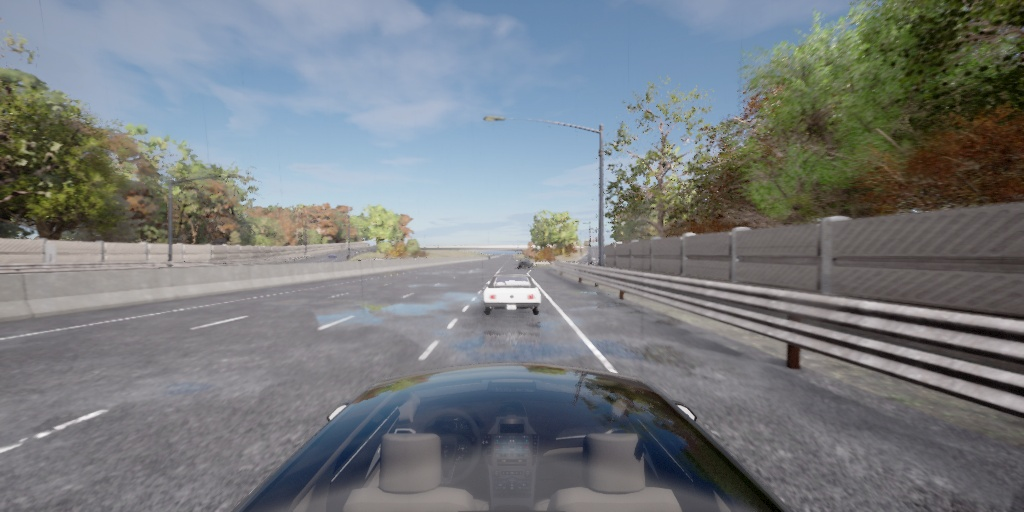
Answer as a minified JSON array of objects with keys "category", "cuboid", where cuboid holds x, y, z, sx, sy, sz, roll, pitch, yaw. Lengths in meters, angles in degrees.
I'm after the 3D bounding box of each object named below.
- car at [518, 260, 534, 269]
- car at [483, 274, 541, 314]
[{"category":"car","cuboid":[2.216,1.292,56.116,1.837,1.490,4.892,1,0,13]},{"category":"car","cuboid":[-0.004,1.344,13.659,1.895,1.301,4.718,0,0,0]}]
